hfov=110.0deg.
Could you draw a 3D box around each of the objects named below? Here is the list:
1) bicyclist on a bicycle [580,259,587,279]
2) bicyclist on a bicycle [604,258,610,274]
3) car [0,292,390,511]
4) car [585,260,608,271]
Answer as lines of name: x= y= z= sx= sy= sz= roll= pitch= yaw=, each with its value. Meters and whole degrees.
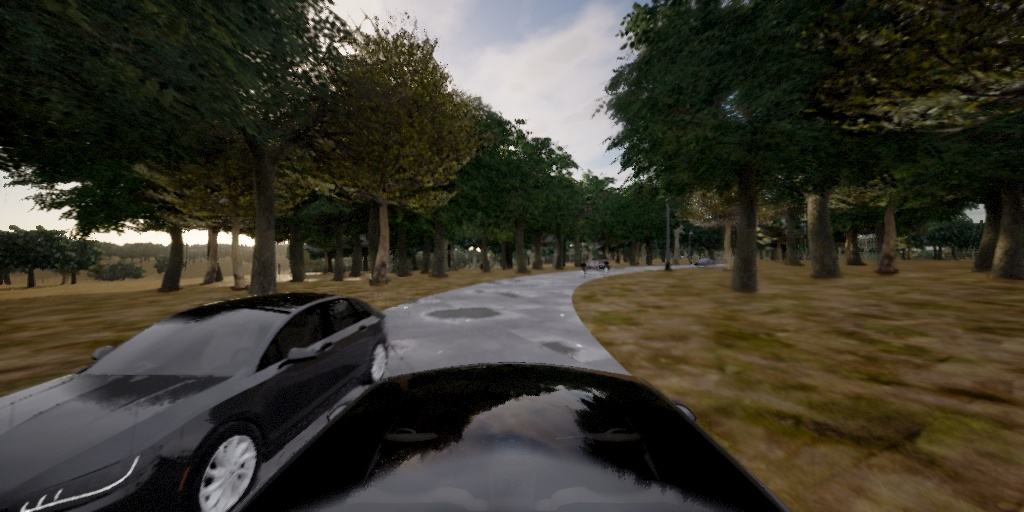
bicyclist on a bicycle: x=6.502 y=1.143 z=32.376 sx=0.659 sy=1.776 sz=1.843 roll=0 pitch=0 yaw=24
bicyclist on a bicycle: x=10.630 y=1.125 z=39.957 sx=0.659 sy=1.776 sz=1.843 roll=0 pitch=1 yaw=32
car: x=-2.998 y=1.258 z=4.201 sx=1.837 sy=1.490 sz=4.892 roll=0 pitch=0 yaw=1
car: x=10.915 y=1.268 z=47.024 sx=1.994 sy=1.385 sz=4.181 roll=0 pitch=1 yaw=39
